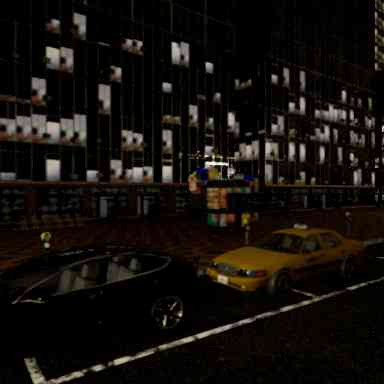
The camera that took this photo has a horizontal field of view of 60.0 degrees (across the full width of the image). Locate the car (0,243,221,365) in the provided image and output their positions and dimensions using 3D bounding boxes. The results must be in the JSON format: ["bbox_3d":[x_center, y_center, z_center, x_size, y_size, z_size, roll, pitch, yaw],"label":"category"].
[{"bbox_3d":[-1.866,1.566,5.231,4.313,1.339,1.947,0,0,-35],"label":"car"}]

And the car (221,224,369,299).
[{"bbox_3d":[2.611,1.523,8.423,4.829,1.417,1.752,0,0,-35],"label":"car"}]
